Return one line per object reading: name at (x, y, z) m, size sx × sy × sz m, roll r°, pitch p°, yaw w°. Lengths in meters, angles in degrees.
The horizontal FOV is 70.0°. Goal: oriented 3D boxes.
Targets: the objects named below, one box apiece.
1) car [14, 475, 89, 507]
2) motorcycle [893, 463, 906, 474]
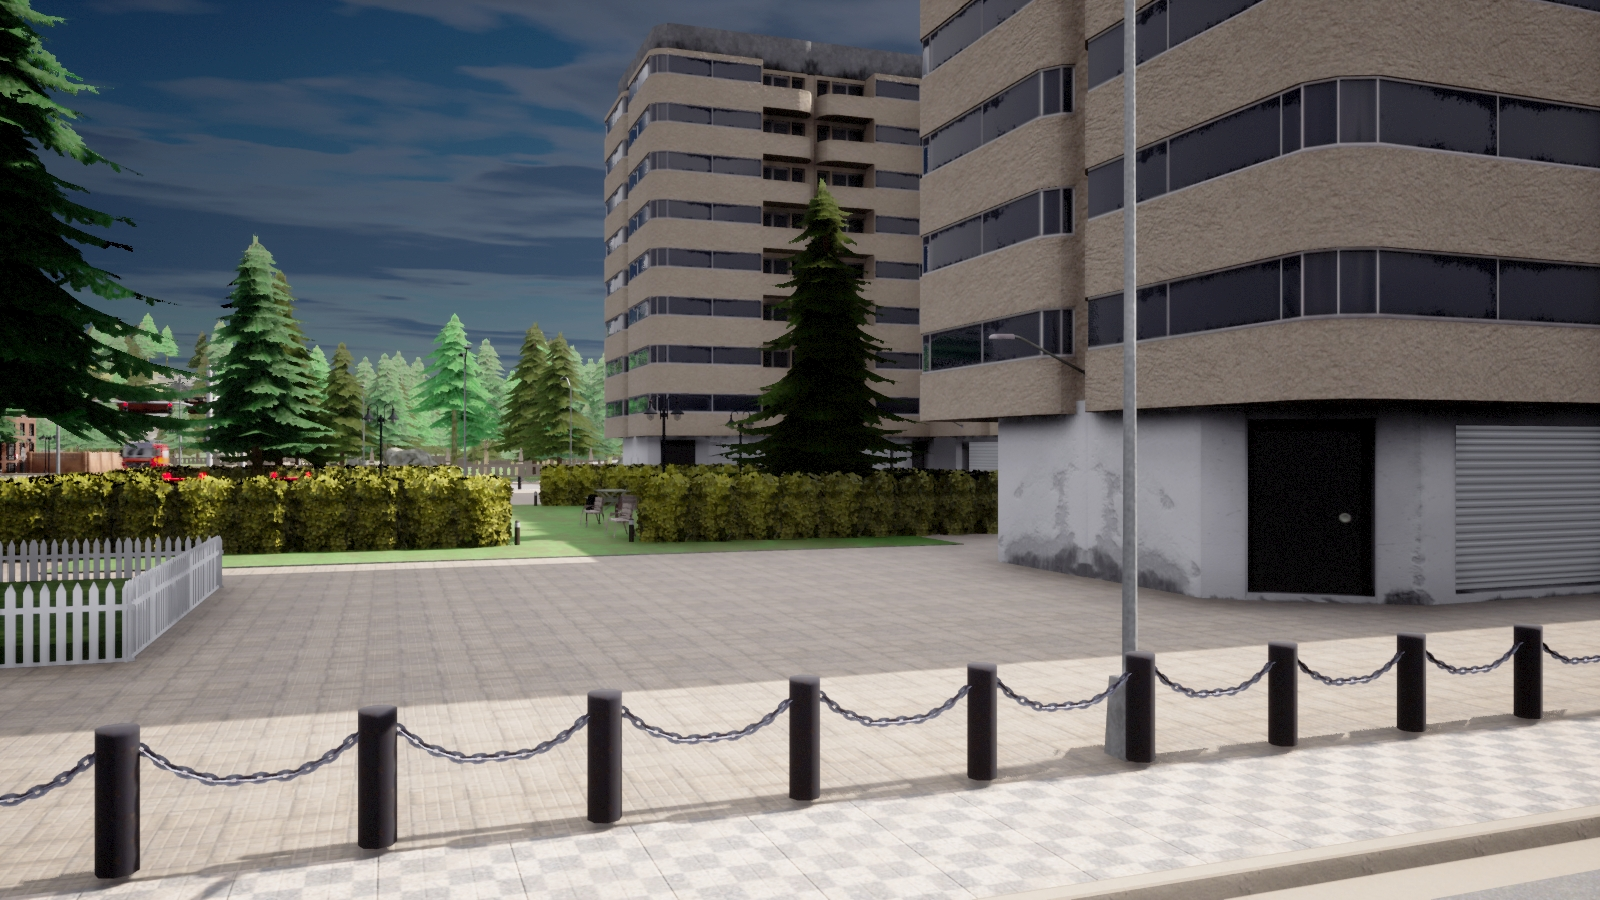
car at (-38.243, 2.063, 58.523) m, size 2.163 × 1.488 × 4.792 m, roll 0°, pitch 0°, yaw -20°
motorcycle at (11.495, 2.130, 131.871) m, size 0.803 × 1.199 × 2.033 m, roll 0°, pitch 0°, yaw -19°
